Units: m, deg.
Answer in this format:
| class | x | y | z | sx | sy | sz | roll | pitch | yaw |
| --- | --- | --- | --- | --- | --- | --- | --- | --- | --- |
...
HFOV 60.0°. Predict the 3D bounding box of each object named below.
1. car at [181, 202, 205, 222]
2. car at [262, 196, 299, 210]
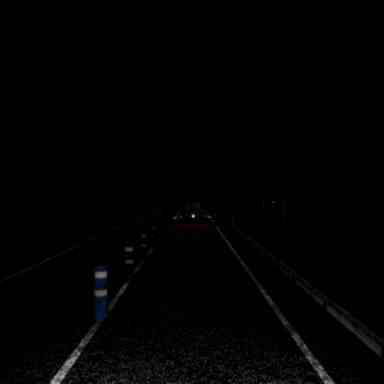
| class | x | y | z | sx | sy | sz | roll | pitch | yaw |
| --- | --- | --- | --- | --- | --- | --- | --- | --- | --- |
| car | 0.093 | 1.579 | 27.327 | 1.812 | 1.442 | 4.674 | -2 | 0 | 0 |
| car | 10.524 | 1.337 | 39.388 | 4.553 | 1.767 | 2.097 | 1 | -6 | -33 |
